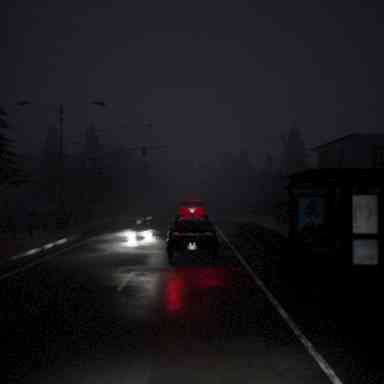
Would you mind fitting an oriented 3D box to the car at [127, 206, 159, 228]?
[{"bbox_3d":[-3.516,1.775,24.536,2.128,1.511,4.902,0,-1,0],"label":"car"}]

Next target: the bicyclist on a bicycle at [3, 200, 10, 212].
[{"bbox_3d":[-23.559,1.802,42.332,0.582,1.620,1.656,0,0,-2],"label":"bicyclist on a bicycle"}]

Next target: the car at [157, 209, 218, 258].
[{"bbox_3d":[0.017,1.648,13.472,2.128,1.511,4.902,0,-1,0],"label":"car"}]

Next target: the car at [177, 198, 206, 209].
[{"bbox_3d":[-0.043,1.542,27.575,2.150,2.045,5.566,0,0,-1],"label":"car"}]
